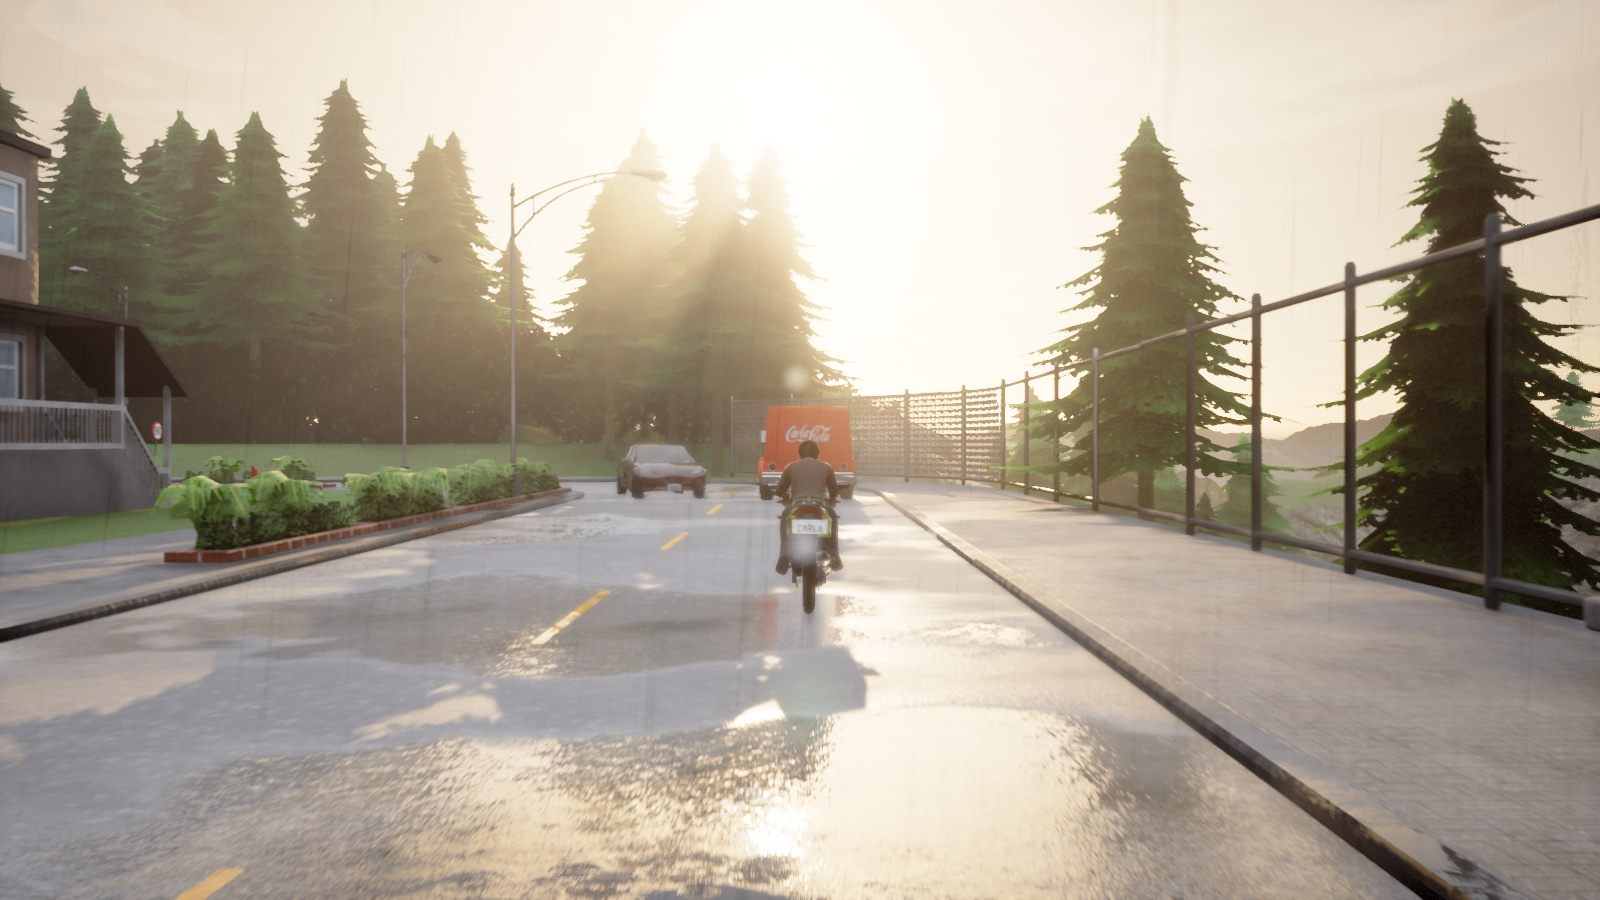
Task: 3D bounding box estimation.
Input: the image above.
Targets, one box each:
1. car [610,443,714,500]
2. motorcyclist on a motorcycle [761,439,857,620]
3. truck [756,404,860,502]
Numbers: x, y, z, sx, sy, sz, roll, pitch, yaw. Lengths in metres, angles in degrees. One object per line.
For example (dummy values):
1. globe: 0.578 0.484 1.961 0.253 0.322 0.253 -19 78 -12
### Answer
1. car: -3.948 0.546 35.119 2.163 1.488 4.792 0 0 -15
2. motorcyclist on a motorcycle: 0.081 0.663 11.561 0.797 1.523 2.044 0 0 0
3. truck: 0.130 0.065 34.651 2.627 2.467 5.204 0 0 -2
